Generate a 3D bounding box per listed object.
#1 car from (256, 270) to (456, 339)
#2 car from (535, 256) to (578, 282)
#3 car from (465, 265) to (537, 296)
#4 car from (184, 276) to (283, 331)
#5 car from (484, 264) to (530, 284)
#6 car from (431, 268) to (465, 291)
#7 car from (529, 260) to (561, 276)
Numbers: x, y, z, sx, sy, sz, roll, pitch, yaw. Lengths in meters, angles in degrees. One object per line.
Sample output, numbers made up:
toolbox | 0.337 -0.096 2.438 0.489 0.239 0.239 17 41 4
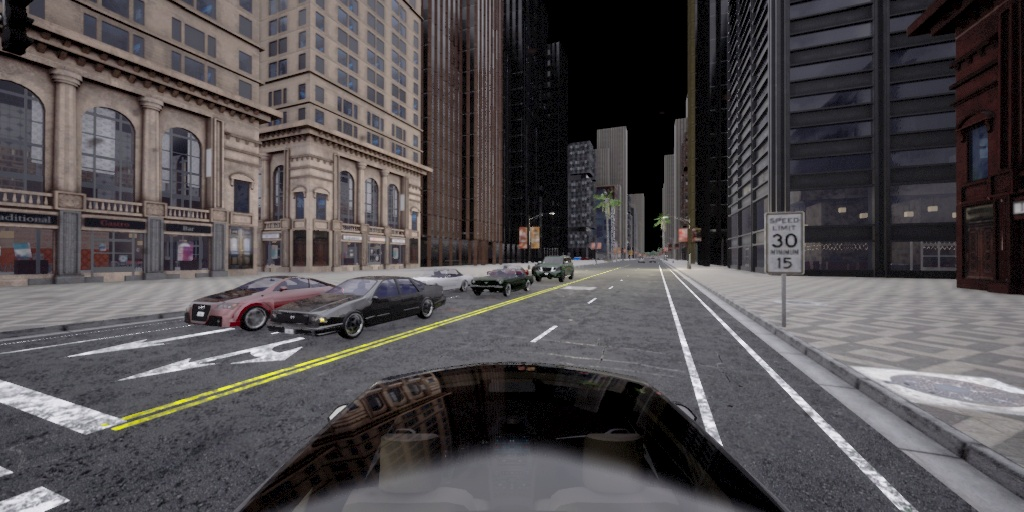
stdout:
car | -4.005 1.299 10.509 2.033 1.411 5.357 0 0 22
car | 3.582 0.985 29.322 2.150 2.045 5.566 0 0 22
car | -0.420 1.357 19.402 1.895 1.301 4.718 0 0 22
car | -7.274 1.315 11.083 1.994 1.385 4.181 0 0 22
car | -0.277 1.363 28.449 1.895 1.301 4.718 0 0 22
car | -4.003 1.356 19.211 1.895 1.301 4.718 0 0 22
car | 3.574 1.249 37.901 1.882 1.535 5.008 0 0 22
